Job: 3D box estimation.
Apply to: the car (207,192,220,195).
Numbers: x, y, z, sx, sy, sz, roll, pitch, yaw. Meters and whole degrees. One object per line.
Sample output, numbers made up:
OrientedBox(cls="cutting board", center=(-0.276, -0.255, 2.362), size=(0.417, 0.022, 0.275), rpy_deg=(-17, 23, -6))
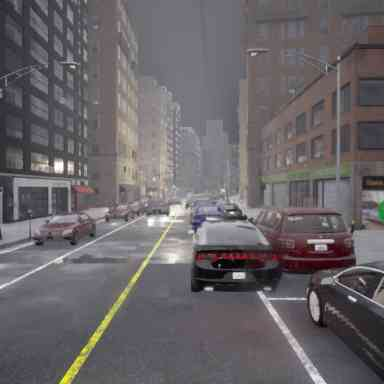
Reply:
OrientedBox(cls="car", center=(5.974, 1.449, 92.640), size=(1.947, 1.339, 4.313), rpy_deg=(0, 0, 9))

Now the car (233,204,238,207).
OrientedBox(cls="car", center=(2.914, 1.557, 26.287), size=(1.947, 1.339, 4.313), rpy_deg=(-1, 0, 0))

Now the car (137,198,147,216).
OrientedBox(cls="car", center=(-5.597, 1.569, 31.803), size=(1.802, 1.307, 4.206), rpy_deg=(-1, 0, 0))

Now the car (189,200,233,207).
OrientedBox(cls="car", center=(0.946, 1.473, 18.947), size=(1.882, 1.535, 5.008), rpy_deg=(0, 0, 0))

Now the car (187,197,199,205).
OrientedBox(cls="car", center=(0.140, 1.561, 57.022), size=(1.895, 1.301, 4.718), rpy_deg=(0, 0, 0))

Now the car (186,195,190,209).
OrientedBox(cls="car", center=(0.136, 1.539, 44.864), size=(1.994, 1.385, 4.181), rpy_deg=(0, 0, 0))

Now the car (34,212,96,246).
OrientedBox(cls="car", center=(-5.637, 1.578, 15.279), size=(1.802, 1.307, 4.206), rpy_deg=(-1, 0, 0))

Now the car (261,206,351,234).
OrientedBox(cls="car", center=(2.872, 1.313, 9.768), size=(2.192, 1.841, 5.009), rpy_deg=(-1, 0, 0))

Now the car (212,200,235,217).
OrientedBox(cls="car", center=(2.928, 1.512, 31.963), size=(1.752, 1.417, 4.829), rpy_deg=(-1, 0, 0))

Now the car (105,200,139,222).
OrientedBox(cls="car", center=(-5.611, 1.573, 26.295), size=(1.802, 1.307, 4.206), rpy_deg=(-1, 0, 0))

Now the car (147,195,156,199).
OrientedBox(cls="car", center=(-5.585, 1.423, 37.310), size=(1.967, 1.590, 4.097), rpy_deg=(-1, 0, 0))

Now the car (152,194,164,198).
OrientedBox(cls="car", center=(-5.560, 1.286, 48.326), size=(2.192, 1.841, 5.009), rpy_deg=(-1, 0, 0))

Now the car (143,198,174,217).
OrientedBox(cls="car", center=(-3.025, 1.552, 30.732), size=(1.994, 1.385, 4.181), rpy_deg=(0, 0, 0))

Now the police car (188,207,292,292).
OrientedBox(cls="police car", center=(0.922, 1.423, 9.056), size=(1.930, 1.638, 5.238), rpy_deg=(0, 0, 0))

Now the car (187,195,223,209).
OrientedBox(cls="car", center=(0.900, 1.343, 24.916), size=(2.097, 1.767, 4.553), rpy_deg=(0, 0, 0))

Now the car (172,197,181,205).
OrientedBox(cls="car", center=(-2.865, 1.526, 55.874), size=(1.994, 1.385, 4.181), rpy_deg=(0, 0, 0))

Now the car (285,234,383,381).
OrientedBox(cls="car", center=(2.861, 1.550, 4.262), size=(2.008, 1.369, 4.403), rpy_deg=(-1, 0, 0))

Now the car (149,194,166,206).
OrientedBox(cls="car", center=(-5.546, 1.280, 53.834), size=(2.192, 1.841, 5.009), rpy_deg=(-1, 0, 0))
